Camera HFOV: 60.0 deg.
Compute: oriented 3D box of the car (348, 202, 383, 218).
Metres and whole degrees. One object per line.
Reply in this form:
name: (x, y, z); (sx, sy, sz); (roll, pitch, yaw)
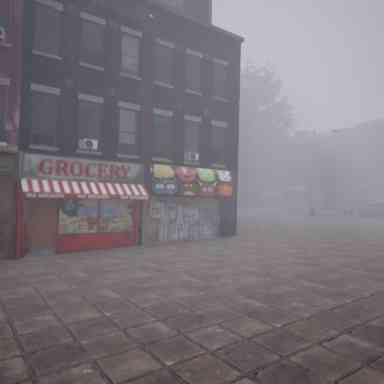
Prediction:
car: (16.262, 1.635, 29.176); (1.837, 1.490, 4.892); (2, -2, -35)
